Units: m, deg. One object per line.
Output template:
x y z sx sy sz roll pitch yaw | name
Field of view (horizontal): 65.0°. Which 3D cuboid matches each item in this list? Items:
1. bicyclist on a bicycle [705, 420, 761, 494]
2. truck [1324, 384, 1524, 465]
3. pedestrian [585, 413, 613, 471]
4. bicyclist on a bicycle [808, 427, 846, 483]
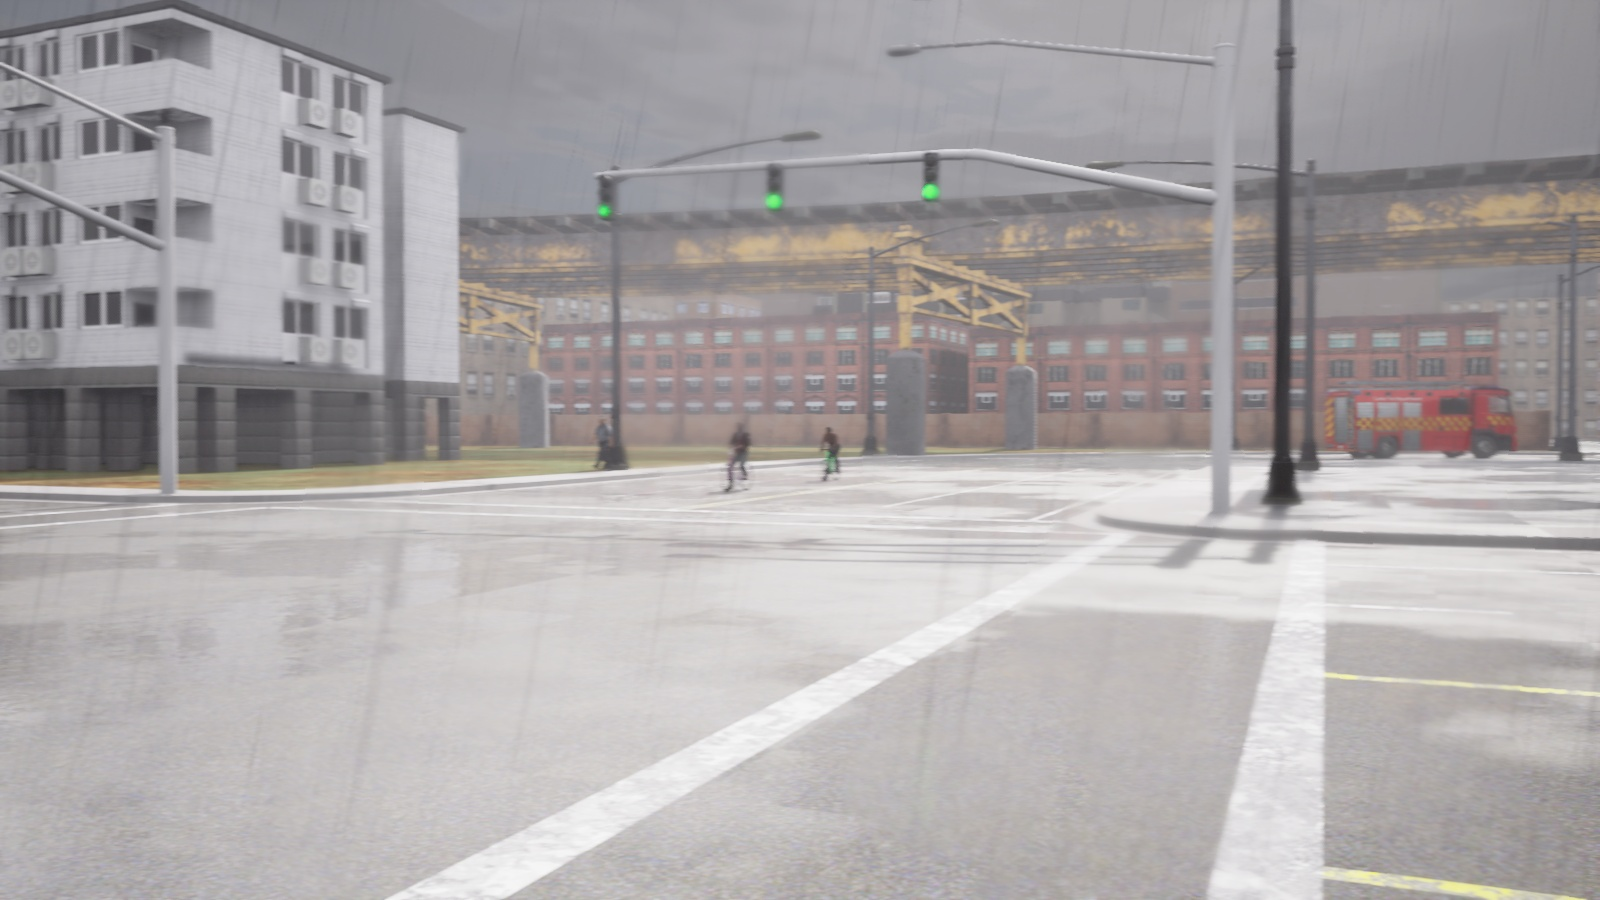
-1.650 0.152 31.146 0.659 1.776 1.843 1 1 22 | bicyclist on a bicycle
30.550 -1.224 61.624 8.468 3.827 2.891 0 1 -5 | truck
-6.446 -0.267 40.347 0.540 1.848 0.694 1 1 37 | pedestrian
0.811 0.137 37.257 0.582 1.620 1.656 1 1 22 | bicyclist on a bicycle
